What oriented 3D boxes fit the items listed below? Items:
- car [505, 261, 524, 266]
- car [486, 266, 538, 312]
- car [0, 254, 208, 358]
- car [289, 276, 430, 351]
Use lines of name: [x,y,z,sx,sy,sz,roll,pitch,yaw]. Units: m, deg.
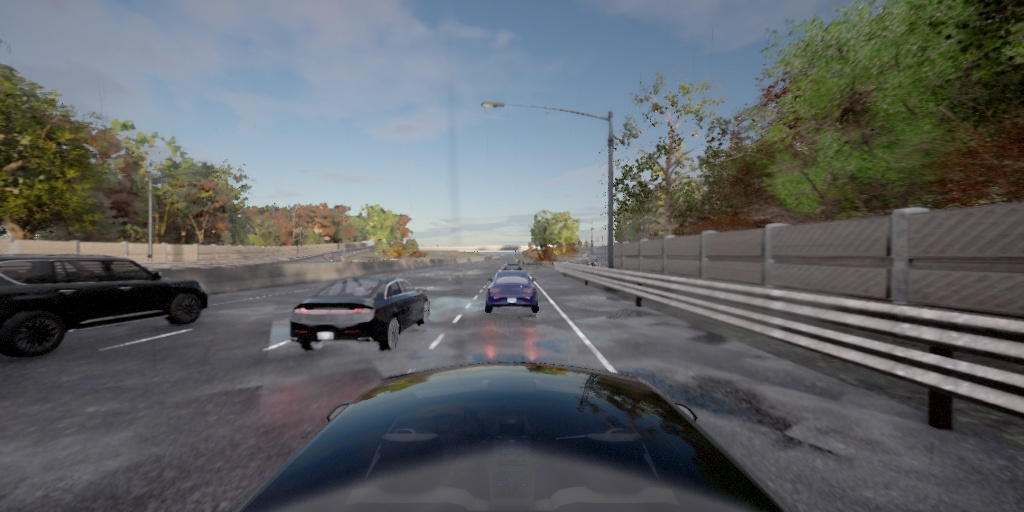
car: [0.246,1.268,40.007,2.128,1.511,4.902,0,0,4]
car: [0.000,1.282,14.055,1.812,1.442,4.674,0,0,0]
car: [-10.402,0.975,8.601,2.150,2.045,5.566,0,0,0]
car: [-3.398,1.245,8.962,2.128,1.511,4.902,0,0,0]
